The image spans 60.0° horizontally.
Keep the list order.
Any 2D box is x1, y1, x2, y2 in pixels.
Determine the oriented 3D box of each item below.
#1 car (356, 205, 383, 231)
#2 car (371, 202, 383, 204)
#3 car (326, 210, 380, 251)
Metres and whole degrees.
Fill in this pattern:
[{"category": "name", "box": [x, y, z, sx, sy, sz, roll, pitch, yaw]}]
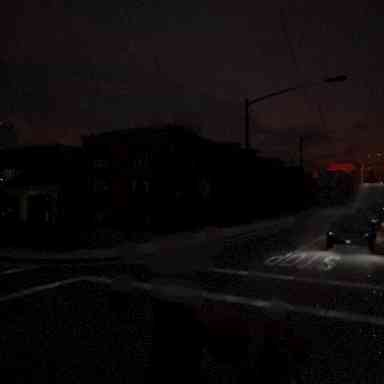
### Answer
[{"category": "car", "box": [12.451, 1.897, 23.733, 2.128, 1.511, 4.902, -1, -1, 31]}, {"category": "car", "box": [22.693, 2.058, 40.680, 2.097, 1.767, 4.553, -1, -1, 31]}, {"category": "car", "box": [7.594, 1.788, 15.656, 1.812, 1.442, 4.674, -1, -1, 31]}]
